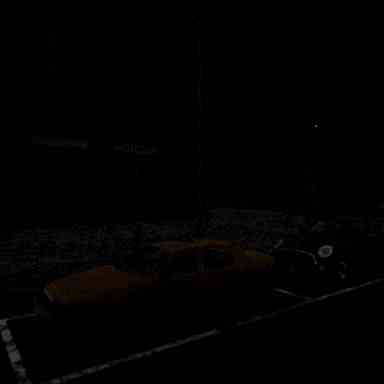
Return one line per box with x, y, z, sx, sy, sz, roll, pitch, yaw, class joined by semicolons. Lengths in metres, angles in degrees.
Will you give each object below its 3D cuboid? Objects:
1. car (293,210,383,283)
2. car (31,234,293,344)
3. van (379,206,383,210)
4.193;1.449;9.641;4.097;1.590;1.967;0;0;-35;car
-0.372;1.528;6.385;4.829;1.417;1.752;0;0;-35;car
8.621;1.355;12.799;3.998;1.788;1.690;0;0;-35;van
